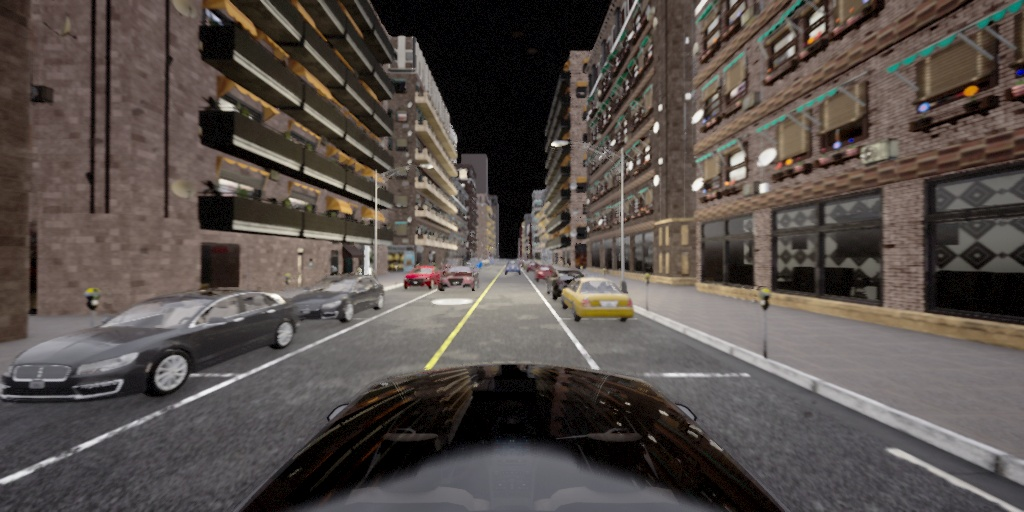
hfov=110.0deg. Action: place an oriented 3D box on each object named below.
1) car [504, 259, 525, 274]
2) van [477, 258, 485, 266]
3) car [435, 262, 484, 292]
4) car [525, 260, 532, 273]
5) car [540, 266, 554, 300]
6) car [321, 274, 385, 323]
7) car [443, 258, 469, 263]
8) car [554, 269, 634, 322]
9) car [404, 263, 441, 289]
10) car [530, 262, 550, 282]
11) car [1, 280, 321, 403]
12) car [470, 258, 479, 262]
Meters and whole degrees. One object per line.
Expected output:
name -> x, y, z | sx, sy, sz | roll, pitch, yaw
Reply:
car -> 0.097, 1.382, 41.957 | 2.033, 1.411, 5.357 | 0, 0, 0
van -> -5.690, 1.208, 57.204 | 1.690, 1.789, 3.998 | 0, 0, 0
car -> -3.000, 1.262, 21.211 | 1.994, 1.385, 4.181 | 0, 0, 0
car -> 2.691, 1.426, 45.928 | 1.802, 1.307, 4.207 | 0, 0, 0
car -> 2.690, 1.350, 17.746 | 1.948, 1.339, 4.313 | 0, 0, 0
car -> -5.692, 1.322, 12.114 | 2.007, 1.370, 4.403 | 0, 0, 0
car -> -5.691, 1.134, 34.660 | 2.192, 1.841, 5.009 | 0, 0, 0
car -> 2.690, 1.298, 12.280 | 1.751, 1.417, 4.829 | 0, 0, 0
car -> -5.691, 1.341, 23.387 | 1.888, 1.381, 4.507 | 0, 0, 0
car -> 2.690, 1.390, 29.019 | 1.802, 1.307, 4.207 | 0, 0, 0
car -> -5.691, 1.310, 6.477 | 2.007, 1.370, 4.403 | 0, 0, 0
car -> -5.690, 1.369, 45.761 | 1.751, 1.417, 4.829 | 0, 0, 0
